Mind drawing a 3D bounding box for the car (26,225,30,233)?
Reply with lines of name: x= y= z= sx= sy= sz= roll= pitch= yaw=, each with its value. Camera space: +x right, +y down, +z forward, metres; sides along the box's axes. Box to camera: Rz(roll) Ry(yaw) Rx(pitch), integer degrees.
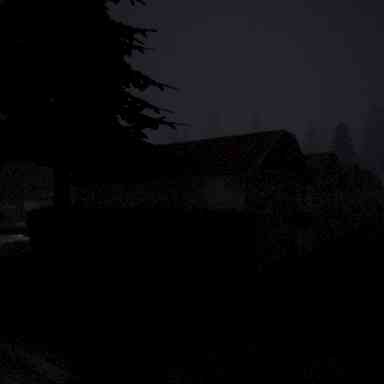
car: x=-9.241 y=1.993 z=23.585 sx=2.097 sy=1.767 sz=4.553 roll=-1 pitch=-1 yaw=36
